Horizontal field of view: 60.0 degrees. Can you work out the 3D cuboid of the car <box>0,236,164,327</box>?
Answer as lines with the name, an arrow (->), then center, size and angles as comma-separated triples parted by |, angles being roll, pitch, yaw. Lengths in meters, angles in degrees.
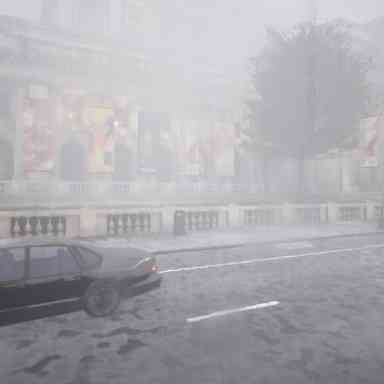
car -> -3.177, 1.547, 5.910 | 5.357, 1.411, 2.033 | 0, 0, -34
